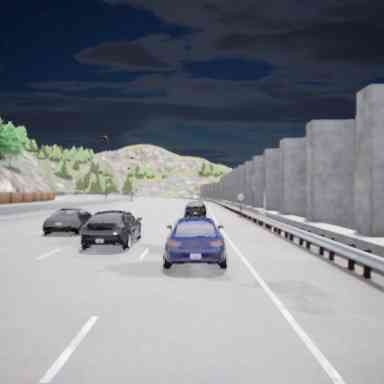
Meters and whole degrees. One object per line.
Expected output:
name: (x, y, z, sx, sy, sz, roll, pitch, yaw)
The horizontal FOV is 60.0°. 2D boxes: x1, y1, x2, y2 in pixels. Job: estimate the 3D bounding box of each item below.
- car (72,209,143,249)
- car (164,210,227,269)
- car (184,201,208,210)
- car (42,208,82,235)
car: (-3.385, 1.540, 14.639, 1.837, 1.490, 4.892, 0, 0, 0)
car: (0.103, 1.551, 11.162, 1.812, 1.442, 4.674, 0, 0, 0)
car: (0.346, 1.544, 29.374, 1.882, 1.535, 5.008, 0, 0, 1)
car: (-6.845, 1.608, 19.136, 1.994, 1.385, 4.181, 0, 0, 1)
